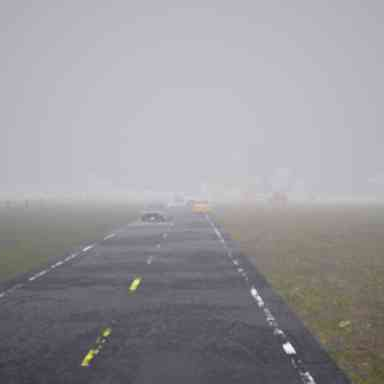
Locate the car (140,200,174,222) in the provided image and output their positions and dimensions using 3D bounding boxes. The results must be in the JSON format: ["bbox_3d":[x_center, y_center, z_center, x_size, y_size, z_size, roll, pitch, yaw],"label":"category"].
[{"bbox_3d":[-2.835,1.511,26.482,2.033,1.411,5.357,0,0,0],"label":"car"}]

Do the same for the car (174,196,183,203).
[{"bbox_3d":[-2.716,1.547,67.343,1.895,1.301,4.718,0,0,0],"label":"car"}]

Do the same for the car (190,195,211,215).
[{"bbox_3d":[0.981,1.419,33.751,1.801,1.575,5.366,0,0,0],"label":"car"}]

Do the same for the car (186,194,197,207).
[{"bbox_3d":[0.027,1.487,51.375,1.812,1.442,4.674,0,0,0],"label":"car"}]
